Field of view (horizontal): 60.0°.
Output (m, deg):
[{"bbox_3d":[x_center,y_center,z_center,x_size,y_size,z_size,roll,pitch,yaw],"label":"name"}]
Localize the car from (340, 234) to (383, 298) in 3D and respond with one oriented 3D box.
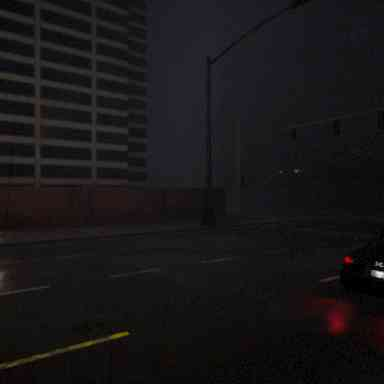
[{"bbox_3d":[5.246,1.549,7.537,4.181,1.385,1.994,0,0,-35],"label":"car"}]
